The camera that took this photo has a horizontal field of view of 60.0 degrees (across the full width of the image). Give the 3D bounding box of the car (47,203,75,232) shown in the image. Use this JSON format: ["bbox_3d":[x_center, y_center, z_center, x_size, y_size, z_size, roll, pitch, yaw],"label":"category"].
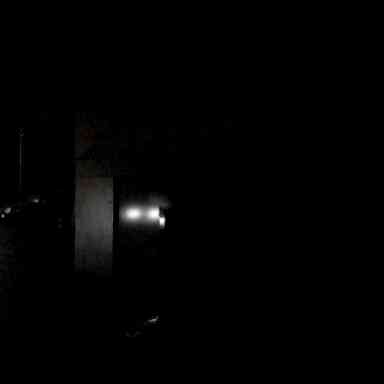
[{"bbox_3d":[-5.452,1.492,18.787,2.008,1.369,4.403,0,0,36],"label":"car"}]

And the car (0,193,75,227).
[{"bbox_3d":[-9.957,1.127,22.721,2.150,2.045,5.566,0,0,36],"label":"car"}]

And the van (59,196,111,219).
[{"bbox_3d":[-9.036,1.232,28.366,1.690,1.788,3.998,0,0,36],"label":"van"}]
